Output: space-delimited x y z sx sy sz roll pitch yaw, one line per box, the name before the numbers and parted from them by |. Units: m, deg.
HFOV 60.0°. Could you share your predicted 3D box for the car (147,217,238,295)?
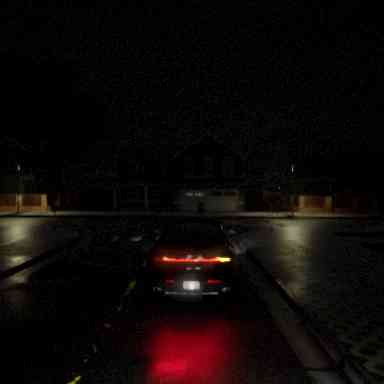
car | 0.055 1.378 8.344 1.837 1.490 4.892 0 1 2
